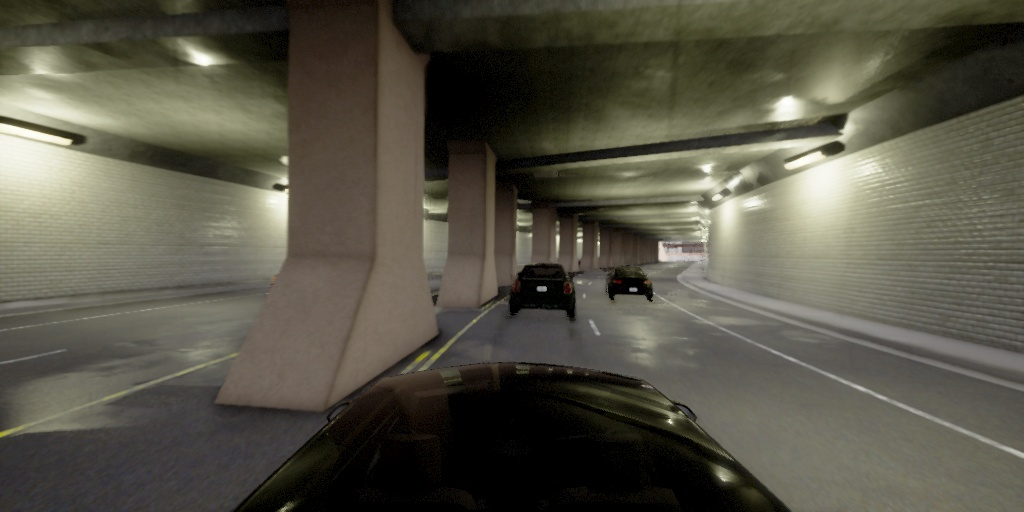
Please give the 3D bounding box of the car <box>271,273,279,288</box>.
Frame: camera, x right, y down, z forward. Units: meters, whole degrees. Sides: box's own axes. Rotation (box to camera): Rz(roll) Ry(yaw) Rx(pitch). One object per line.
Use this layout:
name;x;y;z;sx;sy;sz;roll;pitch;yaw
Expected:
car;-8.929;0.823;17.067;2.097;1.767;4.553;1;1;11

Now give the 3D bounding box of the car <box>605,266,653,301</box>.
car;5.452;1.212;17.037;1.812;1.442;4.674;1;1;11

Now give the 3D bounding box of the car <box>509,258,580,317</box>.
car;1.208;1.012;13.111;2.097;1.767;4.553;1;1;8
